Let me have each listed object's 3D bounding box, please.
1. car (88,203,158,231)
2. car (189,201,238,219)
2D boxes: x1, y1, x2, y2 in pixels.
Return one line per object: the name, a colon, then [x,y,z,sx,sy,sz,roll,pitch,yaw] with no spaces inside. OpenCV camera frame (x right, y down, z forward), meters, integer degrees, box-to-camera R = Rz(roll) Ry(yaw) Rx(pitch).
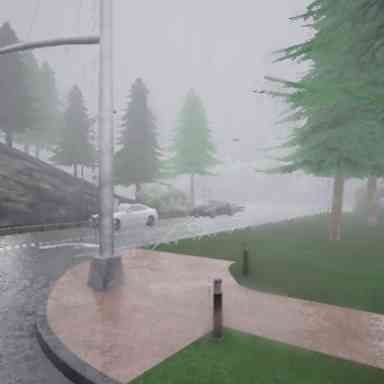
car: [-4.002,1.421,20.022,1.812,1.442,4.674,0,0,35]
car: [1.963,1.442,28.363,2.033,1.411,5.357,0,0,36]
